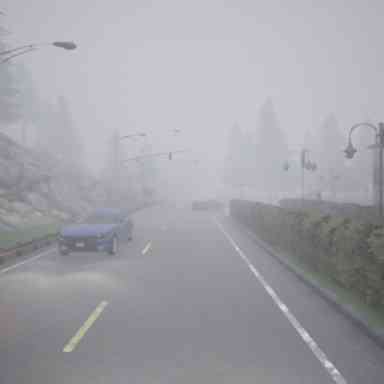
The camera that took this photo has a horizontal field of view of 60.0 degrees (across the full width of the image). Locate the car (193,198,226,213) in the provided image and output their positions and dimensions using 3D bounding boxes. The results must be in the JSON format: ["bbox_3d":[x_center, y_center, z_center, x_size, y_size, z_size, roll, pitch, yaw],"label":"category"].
[{"bbox_3d":[1.883,1.369,35.876,1.882,1.535,5.008,-1,-1,30],"label":"car"}]

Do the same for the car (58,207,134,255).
[{"bbox_3d":[-3.570,1.415,13.170,1.882,1.535,5.008,0,0,0],"label":"car"}]
